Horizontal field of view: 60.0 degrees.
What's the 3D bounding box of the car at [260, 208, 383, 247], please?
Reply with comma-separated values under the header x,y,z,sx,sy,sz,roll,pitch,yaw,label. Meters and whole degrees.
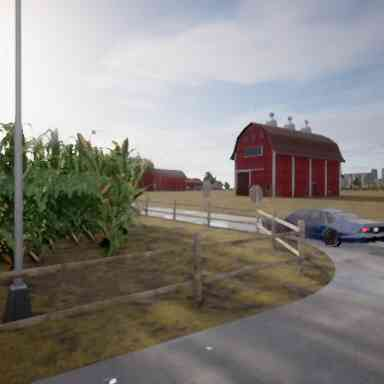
x,y,z,sx,sy,sz,roll,pitch,yaw,label
5.306,1.367,14.102,2.033,1.411,5.357,1,1,-32,car
